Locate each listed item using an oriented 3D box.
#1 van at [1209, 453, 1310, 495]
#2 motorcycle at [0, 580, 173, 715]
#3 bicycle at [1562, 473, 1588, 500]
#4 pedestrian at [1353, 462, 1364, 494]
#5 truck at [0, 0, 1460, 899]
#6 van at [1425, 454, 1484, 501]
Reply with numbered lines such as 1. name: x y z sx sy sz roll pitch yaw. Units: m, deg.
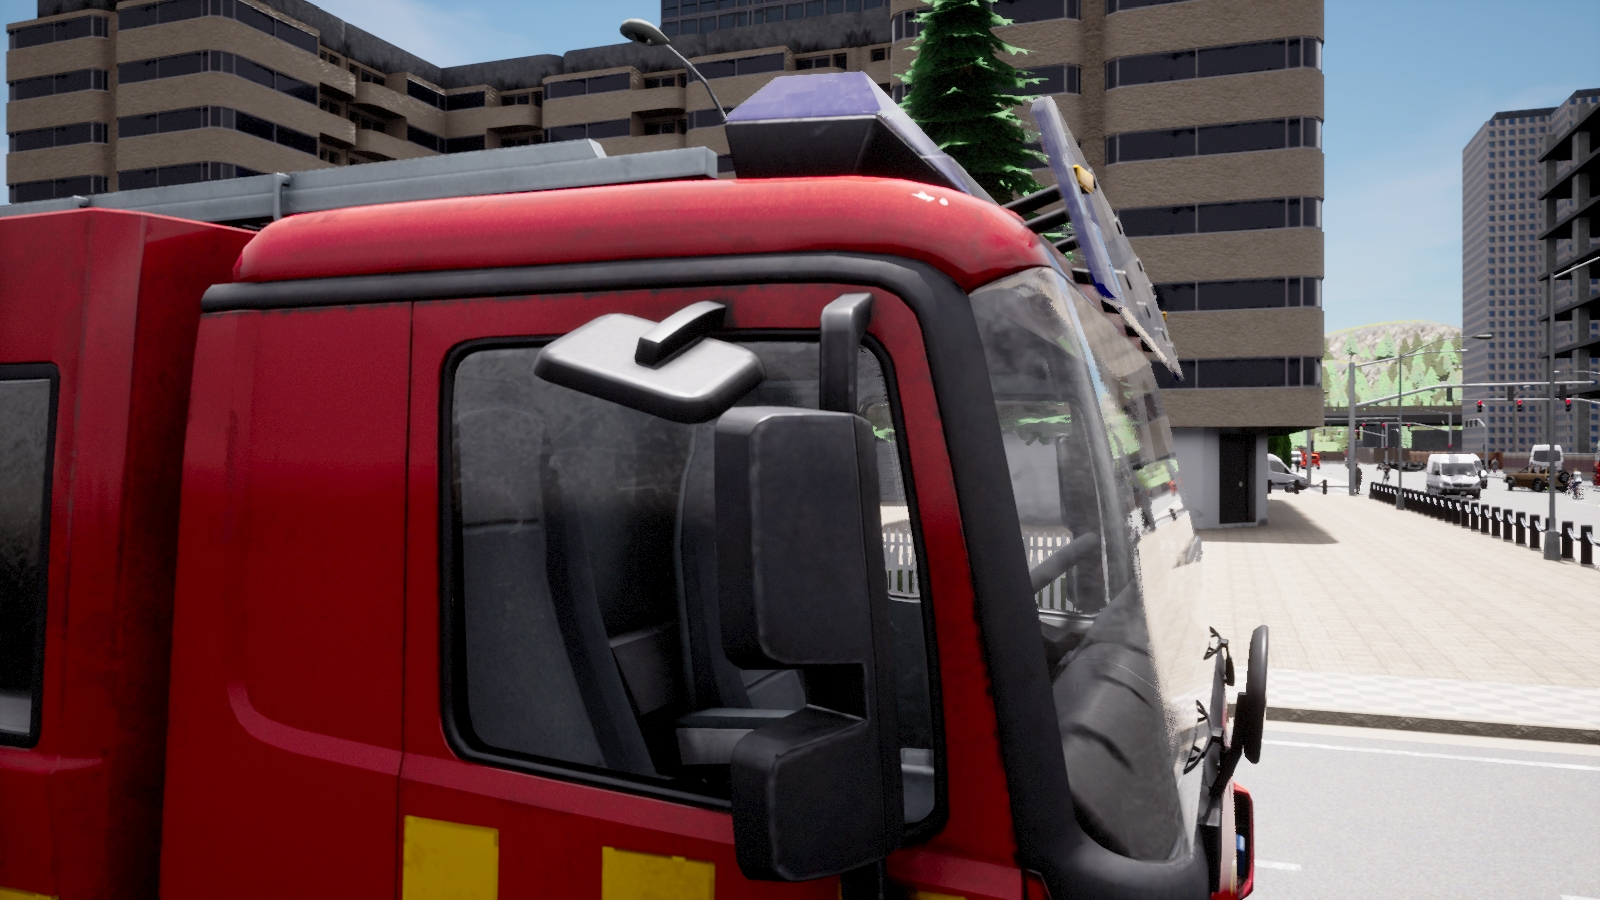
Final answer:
1. van: 29.129 1.479 72.666 5.915 2.561 1.988 0 0 19
2. motorcycle: -8.301 2.201 12.980 2.209 1.251 0.867 0 0 22
3. bicycle: 43.608 2.034 64.294 0.373 1.496 1.643 -1 -1 3
4. pedestrian: 32.824 1.656 67.147 0.375 1.860 0.375 0 0 -14
5. truck: -2.436 0.889 4.595 8.468 3.827 2.891 0 0 21
6. van: 37.754 1.518 66.083 1.988 2.561 5.915 0 0 20
